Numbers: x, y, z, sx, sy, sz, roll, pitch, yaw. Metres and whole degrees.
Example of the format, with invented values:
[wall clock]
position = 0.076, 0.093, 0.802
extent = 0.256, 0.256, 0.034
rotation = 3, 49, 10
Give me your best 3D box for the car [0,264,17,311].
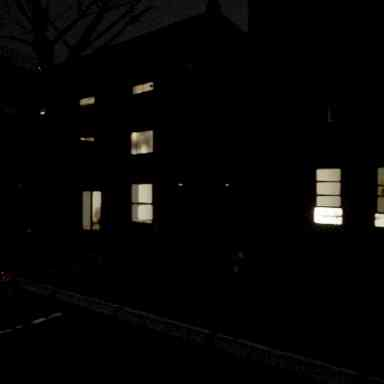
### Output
[car]
position = -5.034, 1.627, 6.484
extent = 4.206, 1.307, 1.802
rotation = 0, 1, 35
